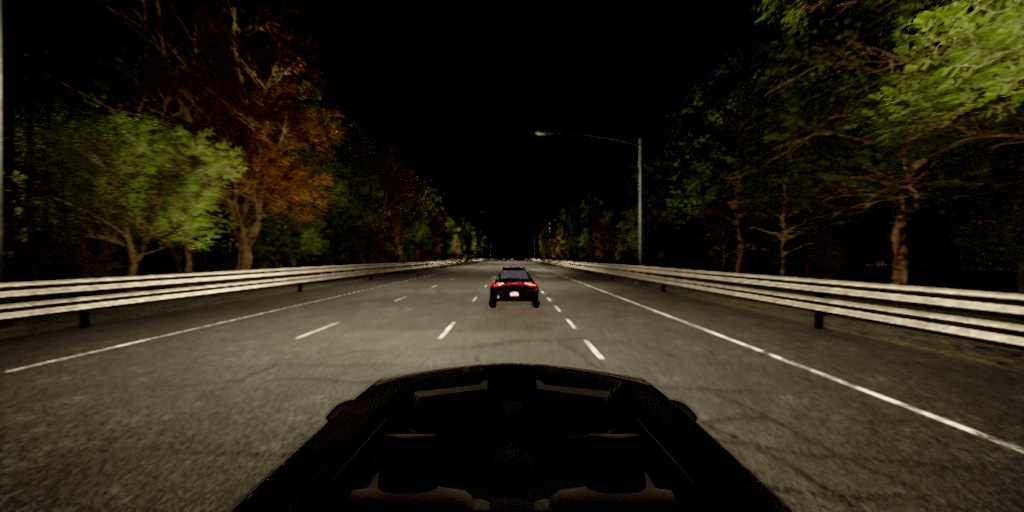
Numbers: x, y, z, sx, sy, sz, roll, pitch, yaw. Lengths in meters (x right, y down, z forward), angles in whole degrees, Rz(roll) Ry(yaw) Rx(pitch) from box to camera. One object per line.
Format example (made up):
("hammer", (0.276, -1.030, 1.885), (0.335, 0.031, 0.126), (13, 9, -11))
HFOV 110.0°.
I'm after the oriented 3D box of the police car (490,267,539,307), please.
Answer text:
("police car", (0.081, 1.246, 15.812), (2.038, 1.542, 4.974), (0, 0, 0))
